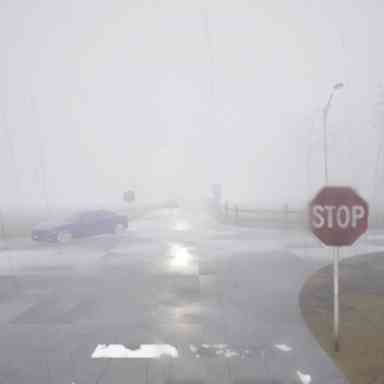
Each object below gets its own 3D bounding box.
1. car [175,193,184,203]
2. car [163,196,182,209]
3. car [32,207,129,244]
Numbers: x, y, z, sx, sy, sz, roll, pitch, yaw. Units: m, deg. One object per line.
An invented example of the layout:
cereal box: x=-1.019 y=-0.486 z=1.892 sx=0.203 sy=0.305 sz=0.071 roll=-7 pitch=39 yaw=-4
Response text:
car: x=-2.753 y=1.305 z=71.332 sx=2.150 sy=2.045 sz=5.566 roll=0 pitch=0 yaw=0
car: x=-2.752 y=1.608 z=44.383 sx=1.994 sy=1.385 sz=4.181 roll=0 pitch=0 yaw=0
car: x=-5.443 y=1.606 z=16.788 sx=1.882 sy=1.535 sz=5.008 roll=-1 pitch=2 yaw=37
